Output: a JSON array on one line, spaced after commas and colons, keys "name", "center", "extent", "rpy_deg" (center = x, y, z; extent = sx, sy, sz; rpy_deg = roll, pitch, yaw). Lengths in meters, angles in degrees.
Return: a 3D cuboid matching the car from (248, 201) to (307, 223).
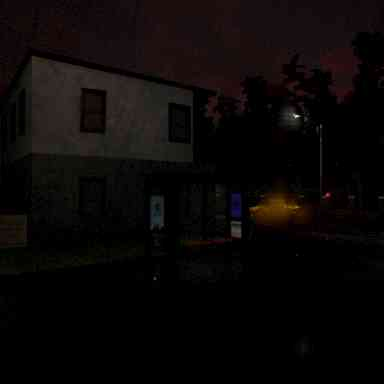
[{"name": "car", "center": [6.497, 1.477, 25.936], "extent": [1.882, 1.535, 5.008], "rpy_deg": [0, 0, -34]}]
